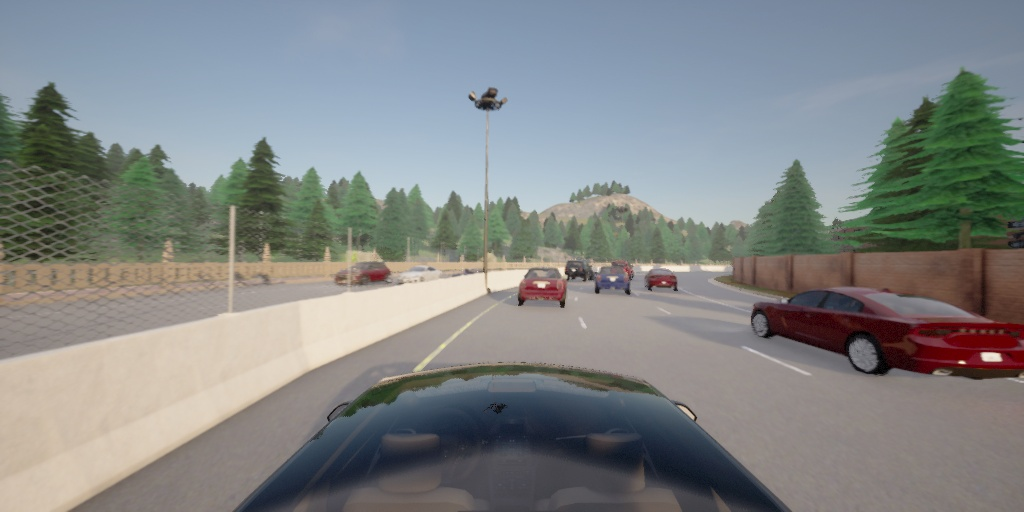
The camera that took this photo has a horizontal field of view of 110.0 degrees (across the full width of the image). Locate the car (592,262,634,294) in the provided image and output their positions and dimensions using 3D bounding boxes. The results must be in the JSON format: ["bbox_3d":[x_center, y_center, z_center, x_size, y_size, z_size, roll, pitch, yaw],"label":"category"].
[{"bbox_3d":[6.485,1.446,23.532,2.097,1.767,4.553,1,-1,13],"label":"car"}]

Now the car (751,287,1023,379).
[{"bbox_3d":[7.423,1.407,7.893,1.882,1.535,5.008,1,-1,4],"label":"car"}]

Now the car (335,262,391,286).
[{"bbox_3d":[-10.960,1.226,26.777,2.097,1.767,4.553,1,-1,14],"label":"car"}]

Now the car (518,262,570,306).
[{"bbox_3d":[1.582,1.302,17.276,2.097,1.767,4.553,1,-1,9],"label":"car"}]

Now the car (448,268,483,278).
[{"bbox_3d":[-3.330,1.607,28.436,1.895,1.301,4.718,1,-1,15],"label":"car"}]

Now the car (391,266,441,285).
[{"bbox_3d":[-7.059,1.472,27.985,1.812,1.442,4.674,1,-1,15],"label":"car"}]

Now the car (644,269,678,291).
[{"bbox_3d":[10.810,1.666,26.291,1.882,1.535,5.008,1,-1,16],"label":"car"}]

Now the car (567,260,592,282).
[{"bbox_3d":[6.732,1.461,36.008,2.150,2.045,5.566,0,-1,21],"label":"car"}]
